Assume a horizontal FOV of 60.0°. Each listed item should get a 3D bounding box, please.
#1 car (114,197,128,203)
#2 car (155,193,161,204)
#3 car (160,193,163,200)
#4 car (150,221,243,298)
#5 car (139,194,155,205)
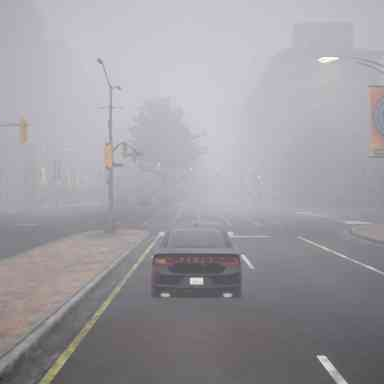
[{"bbox_3d":[-14.499,1.595,67.931,1.895,1.301,4.718,0,0,0],"label":"car"},{"bbox_3d":[-7.791,1.526,65.821,1.812,1.442,4.674,0,0,1],"label":"car"},{"bbox_3d":[-7.717,1.225,76.572,2.150,2.045,5.566,0,0,0],"label":"car"},{"bbox_3d":[0.109,1.478,8.555,1.882,1.535,5.008,0,0,1],"label":"car"},{"bbox_3d":[-7.873,1.505,56.562,1.837,1.490,4.892,0,0,1],"label":"car"}]
